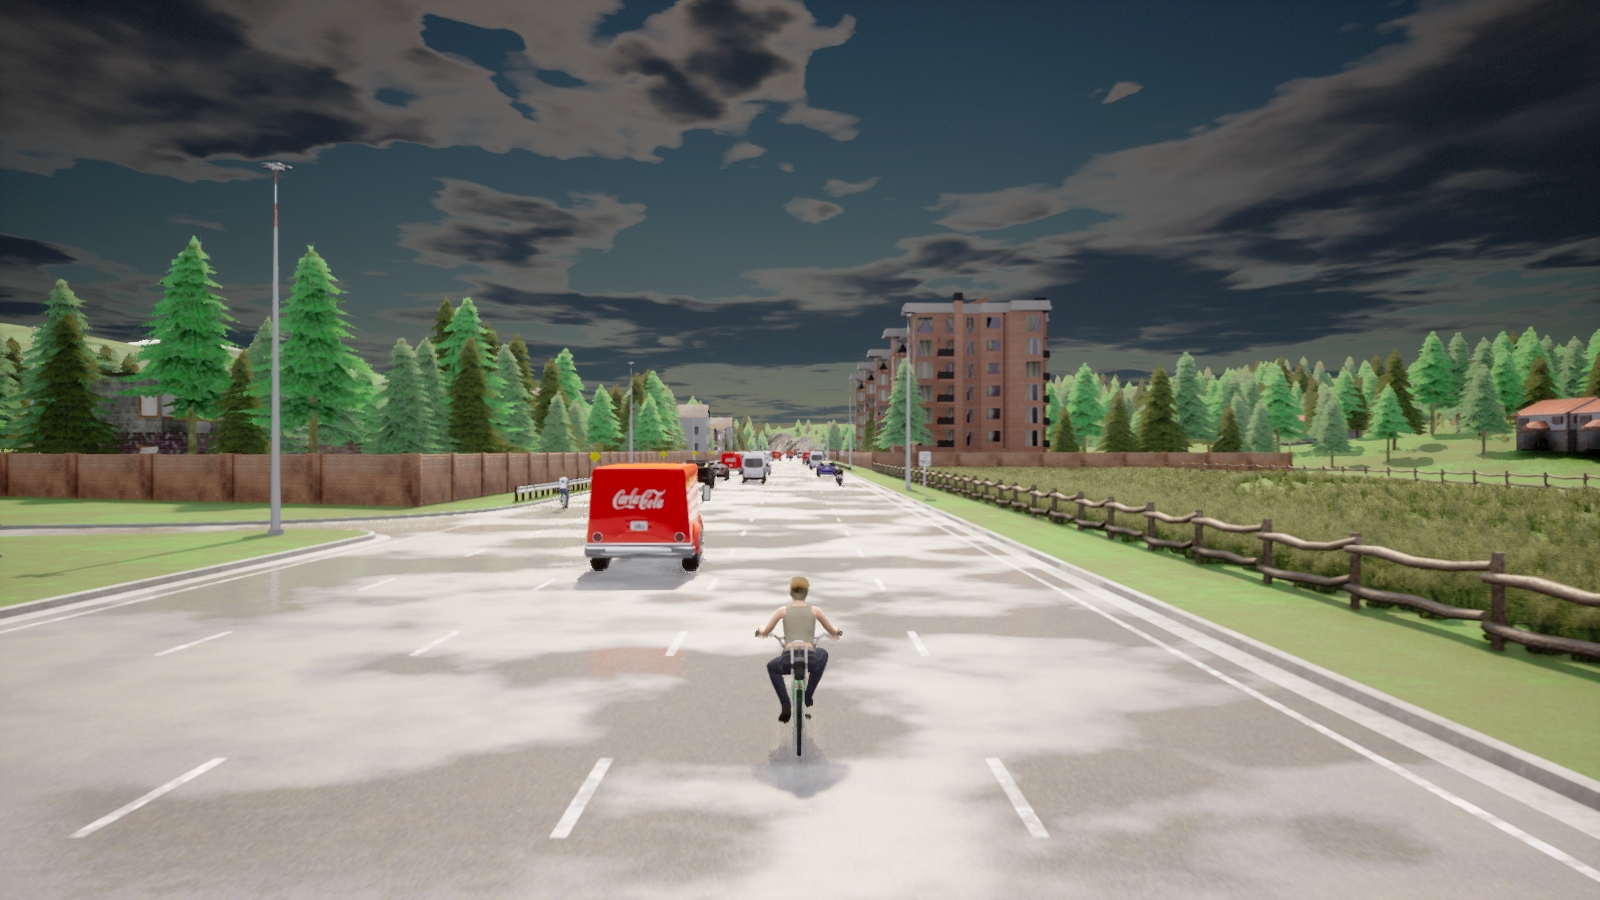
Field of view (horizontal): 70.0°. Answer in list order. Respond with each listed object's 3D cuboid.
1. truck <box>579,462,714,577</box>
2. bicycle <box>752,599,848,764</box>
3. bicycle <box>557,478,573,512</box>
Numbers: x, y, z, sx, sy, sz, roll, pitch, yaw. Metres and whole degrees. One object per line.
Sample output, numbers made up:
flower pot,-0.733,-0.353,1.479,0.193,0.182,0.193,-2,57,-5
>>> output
truck,-3.595,1.572,27.939,2.627,2.467,5.204,0,0,0
bicycle,-0.009,2.158,10.931,0.859,1.276,1.487,0,0,-1
bicycle,-10.792,2.058,52.406,0.373,1.496,1.643,0,0,0
